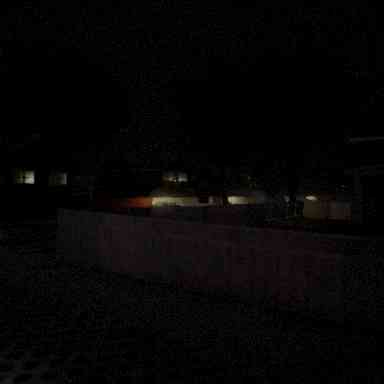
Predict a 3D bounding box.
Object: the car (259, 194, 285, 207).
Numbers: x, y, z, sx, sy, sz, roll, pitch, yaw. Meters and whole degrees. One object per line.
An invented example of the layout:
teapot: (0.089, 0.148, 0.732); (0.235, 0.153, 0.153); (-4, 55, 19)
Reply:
car: (11.439, 1.346, 47.195); (2.150, 2.045, 5.566); (1, 0, 36)

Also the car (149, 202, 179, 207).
car: (-2.427, 1.529, 27.915); (1.994, 1.385, 4.181); (1, 0, 36)
